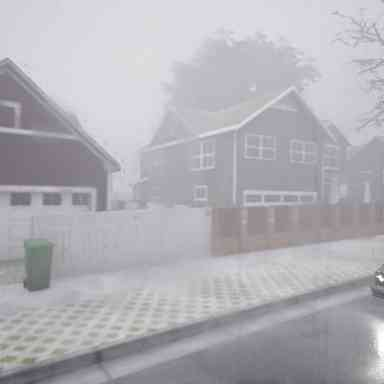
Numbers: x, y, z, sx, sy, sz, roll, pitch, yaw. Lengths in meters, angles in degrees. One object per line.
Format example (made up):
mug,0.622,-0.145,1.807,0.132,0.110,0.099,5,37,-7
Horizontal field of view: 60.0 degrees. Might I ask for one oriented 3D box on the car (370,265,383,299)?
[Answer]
car,6.068,1.528,7.103,5.357,1.411,2.033,0,0,-33
